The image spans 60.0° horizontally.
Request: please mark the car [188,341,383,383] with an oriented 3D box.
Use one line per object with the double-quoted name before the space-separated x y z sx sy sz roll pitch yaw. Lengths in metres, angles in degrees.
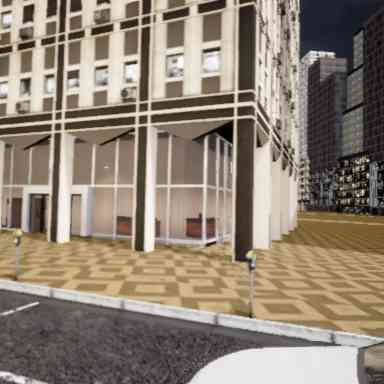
"car" 2.166 1.719 2.116 4.674 1.442 1.812 2 -2 18
